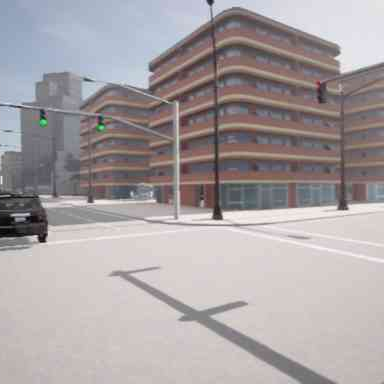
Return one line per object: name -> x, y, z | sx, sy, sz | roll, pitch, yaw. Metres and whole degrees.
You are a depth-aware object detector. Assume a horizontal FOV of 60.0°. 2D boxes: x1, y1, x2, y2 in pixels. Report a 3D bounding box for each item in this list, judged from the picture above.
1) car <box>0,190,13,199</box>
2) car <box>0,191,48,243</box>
car -> -32.154, 0.448, 56.937 | 2.033, 1.411, 5.357 | -1, 1, -34
car -> -7.895, 1.092, 14.690 | 2.150, 2.045, 5.566 | -1, 1, -33
